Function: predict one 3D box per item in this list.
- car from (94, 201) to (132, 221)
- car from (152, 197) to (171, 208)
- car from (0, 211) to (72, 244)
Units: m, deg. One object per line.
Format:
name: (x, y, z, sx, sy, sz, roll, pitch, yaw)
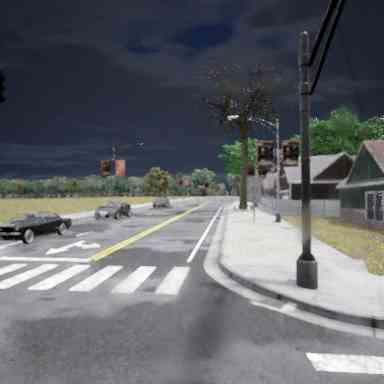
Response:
car: (-6.417, 1.488, 27.448, 2.128, 1.511, 4.902, 0, 0, 7)
car: (-4.190, 1.473, 46.110, 1.837, 1.490, 4.892, 0, -1, 7)
car: (-7.753, 1.627, 16.073, 1.895, 1.301, 4.718, 0, 0, 7)
